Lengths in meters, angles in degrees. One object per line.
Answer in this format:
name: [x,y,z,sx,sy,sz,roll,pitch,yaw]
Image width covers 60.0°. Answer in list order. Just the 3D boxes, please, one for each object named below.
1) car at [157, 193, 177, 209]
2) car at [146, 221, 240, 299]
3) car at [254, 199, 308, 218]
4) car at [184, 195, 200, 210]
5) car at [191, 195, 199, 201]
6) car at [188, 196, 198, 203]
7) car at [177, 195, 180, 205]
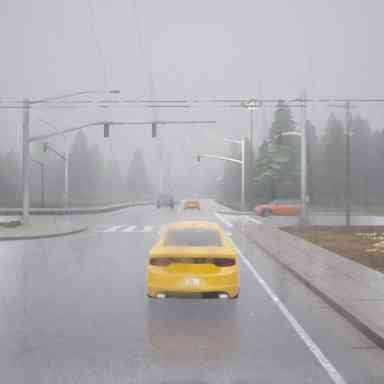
car: [-3.592,1.221,45.658,2.150,2.045,5.566,0,0,-1]
car: [0.049,1.474,8.513,1.882,1.535,5.008,0,0,1]
car: [7.842,1.379,29.621,4.553,1.767,2.097,0,0,1]
car: [0.020,1.478,42.176,1.882,1.535,5.008,0,0,0]
car: [0.701,1.442,83.129,1.837,1.490,4.892,0,0,2]
car: [0.302,1.537,72.736,2.033,1.411,5.357,0,0,2]
car: [-3.537,1.352,55.952,2.097,1.767,4.553,0,0,0]
